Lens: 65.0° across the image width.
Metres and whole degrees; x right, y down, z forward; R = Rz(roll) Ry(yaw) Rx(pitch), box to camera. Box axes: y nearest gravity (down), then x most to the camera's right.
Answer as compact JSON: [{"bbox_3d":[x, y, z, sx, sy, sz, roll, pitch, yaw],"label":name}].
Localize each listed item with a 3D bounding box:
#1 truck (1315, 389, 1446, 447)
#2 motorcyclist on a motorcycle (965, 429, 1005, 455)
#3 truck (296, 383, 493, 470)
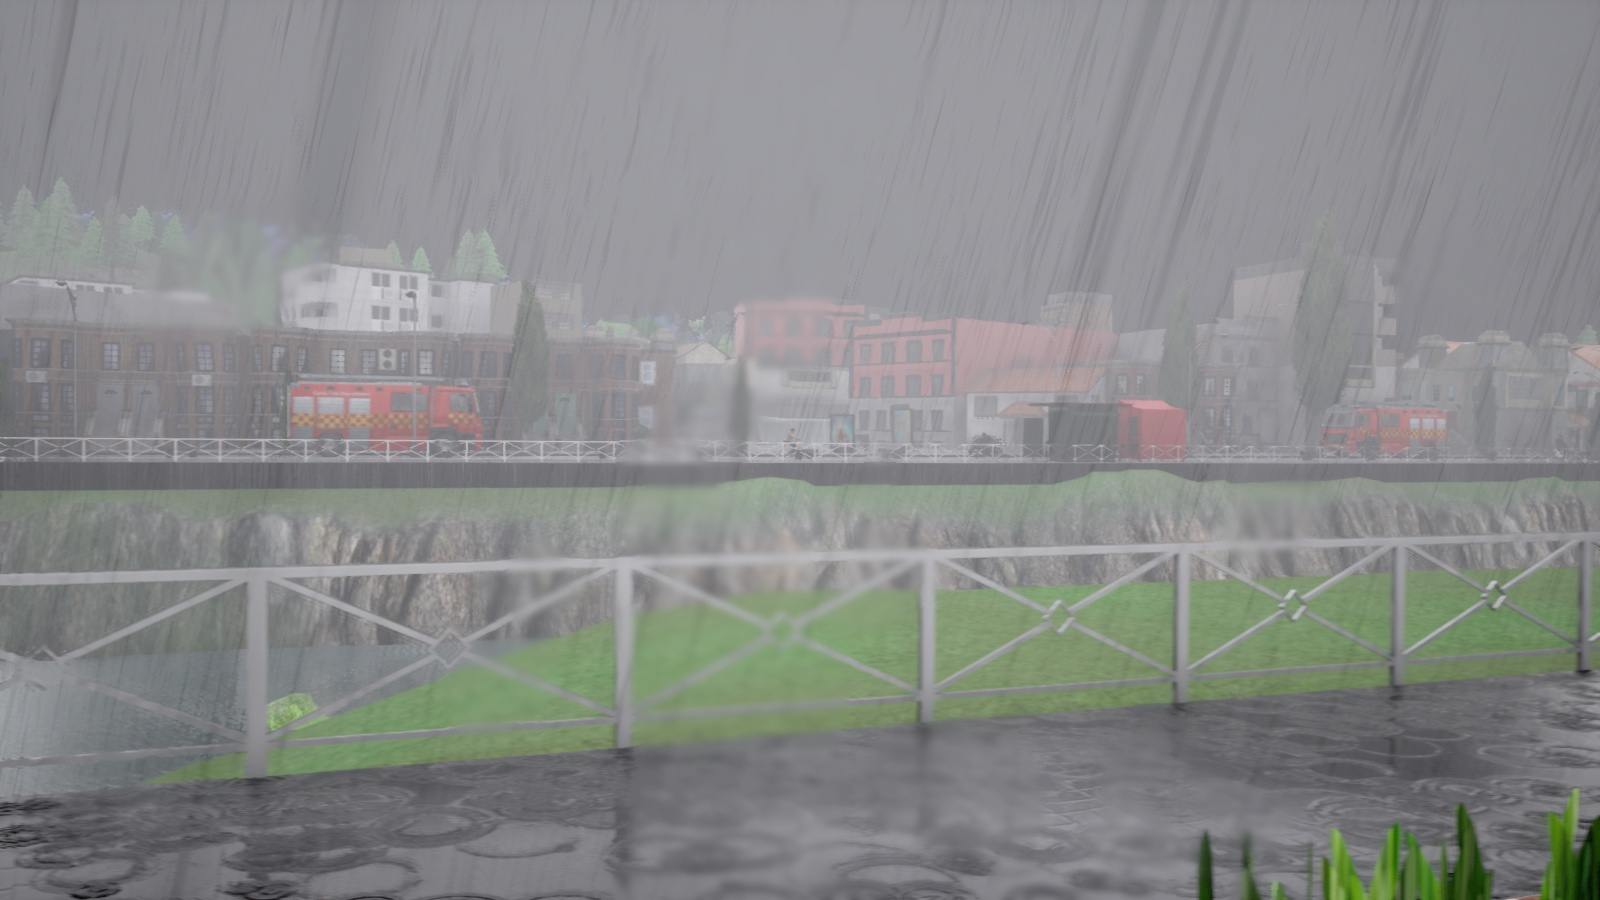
[{"bbox_3d":[39.134,-2.167,84.619,8.468,3.827,2.891,-1,1,-21],"label":"truck"},{"bbox_3d":[10.879,-0.487,73.898,2.191,1.530,0.866,-1,1,-21],"label":"motorcyclist on a motorcycle"},{"bbox_3d":[-18.797,-1.113,58.328,8.468,3.827,2.891,-1,1,-21],"label":"truck"}]
